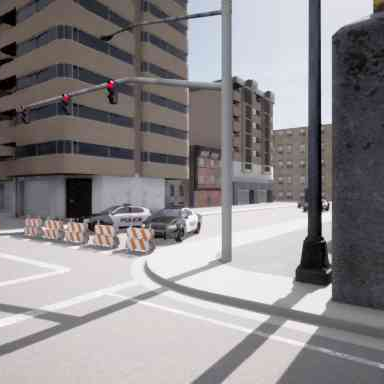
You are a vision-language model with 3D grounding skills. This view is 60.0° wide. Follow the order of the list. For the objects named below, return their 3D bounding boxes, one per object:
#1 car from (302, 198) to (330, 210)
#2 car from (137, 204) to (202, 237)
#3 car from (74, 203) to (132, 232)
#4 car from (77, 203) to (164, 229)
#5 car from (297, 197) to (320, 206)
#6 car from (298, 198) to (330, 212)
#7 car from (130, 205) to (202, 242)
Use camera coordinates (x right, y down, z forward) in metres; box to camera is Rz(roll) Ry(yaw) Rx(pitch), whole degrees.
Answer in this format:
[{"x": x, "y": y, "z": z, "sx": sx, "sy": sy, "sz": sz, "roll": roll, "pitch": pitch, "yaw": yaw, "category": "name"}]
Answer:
[{"x": 14.356, "y": 1.295, "z": 38.371, "sx": 1.853, "sy": 1.218, "sz": 4.536, "roll": 0, "pitch": 0, "yaw": 36, "category": "car"}, {"x": -0.936, "y": 1.295, "z": 16.603, "sx": 1.853, "sy": 1.218, "sz": 4.536, "roll": 0, "pitch": 0, "yaw": 16, "category": "car"}, {"x": -4.142, "y": 1.453, "z": 19.238, "sx": 4.974, "sy": 1.542, "sz": 2.038, "roll": 0, "pitch": 0, "yaw": -29, "category": "car"}, {"x": -4.097, "y": 1.295, "z": 19.264, "sx": 4.536, "sy": 1.218, "sz": 1.853, "roll": 0, "pitch": 0, "yaw": -29, "category": "car"}, {"x": 16.564, "y": 1.295, "z": 47.289, "sx": 1.853, "sy": 1.218, "sz": 4.536, "roll": 0, "pitch": 0, "yaw": 36, "category": "car"}, {"x": 14.326, "y": 1.453, "z": 38.329, "sx": 2.038, "sy": 1.542, "sz": 4.974, "roll": 0, "pitch": 0, "yaw": 36, "category": "car"}, {"x": -0.949, "y": 1.453, "z": 16.553, "sx": 2.038, "sy": 1.542, "sz": 4.974, "roll": 0, "pitch": 0, "yaw": 16, "category": "car"}]
